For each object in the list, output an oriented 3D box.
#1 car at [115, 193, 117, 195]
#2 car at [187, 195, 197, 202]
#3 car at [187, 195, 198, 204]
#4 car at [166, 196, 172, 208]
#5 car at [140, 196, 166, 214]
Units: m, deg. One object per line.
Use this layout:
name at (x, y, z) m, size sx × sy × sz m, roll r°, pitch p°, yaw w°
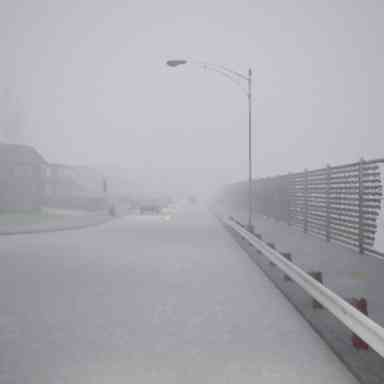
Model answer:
car at (-17.292, 0.861, 69.265) m, size 3.633 × 1.501 × 1.845 m, roll 0°, pitch 0°, yaw 0°
car at (-0.015, 1.265, 69.686) m, size 2.033 × 1.411 × 5.357 m, roll 0°, pitch 0°, yaw 0°
car at (0.092, 1.315, 59.058) m, size 2.033 × 1.411 × 5.357 m, roll 0°, pitch 0°, yaw -1°
car at (-4.101, 1.333, 43.553) m, size 1.837 × 1.490 × 4.892 m, roll 0°, pitch 0°, yaw 0°
car at (-4.107, 1.344, 33.835) m, size 1.882 × 1.535 × 5.008 m, roll 0°, pitch 0°, yaw 0°
